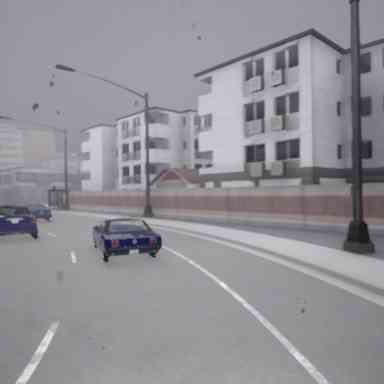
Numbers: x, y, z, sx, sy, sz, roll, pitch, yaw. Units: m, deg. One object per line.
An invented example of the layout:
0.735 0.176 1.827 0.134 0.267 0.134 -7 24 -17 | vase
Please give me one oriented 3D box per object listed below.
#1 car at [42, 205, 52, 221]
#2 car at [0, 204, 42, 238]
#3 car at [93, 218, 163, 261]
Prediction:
-13.583 1.734 28.411 2.033 1.411 5.357 -1 0 -40 | car
-9.807 1.487 17.957 2.097 1.767 4.553 -1 0 -34 | car
-2.657 1.632 12.627 1.895 1.301 4.718 -1 0 -22 | car
